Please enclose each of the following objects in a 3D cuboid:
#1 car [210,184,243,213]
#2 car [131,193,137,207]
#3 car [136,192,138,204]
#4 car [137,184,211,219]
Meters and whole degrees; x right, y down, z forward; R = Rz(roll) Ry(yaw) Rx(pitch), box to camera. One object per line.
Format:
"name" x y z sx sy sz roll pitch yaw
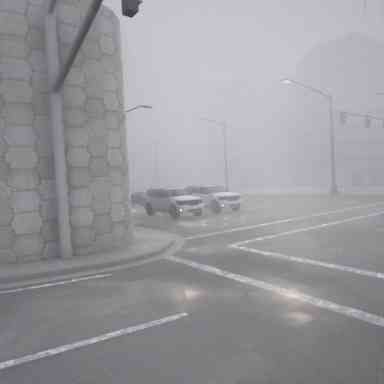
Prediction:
"car" 1.417 0.421 25.669 2.150 2.045 5.566 -5 3 -35
"car" -7.469 0.996 32.229 1.994 1.385 4.181 -5 3 -35
"car" -4.875 0.688 34.602 2.128 1.511 4.902 -5 3 -35
"car" -1.428 0.658 23.644 2.150 2.045 5.566 -5 3 -35
